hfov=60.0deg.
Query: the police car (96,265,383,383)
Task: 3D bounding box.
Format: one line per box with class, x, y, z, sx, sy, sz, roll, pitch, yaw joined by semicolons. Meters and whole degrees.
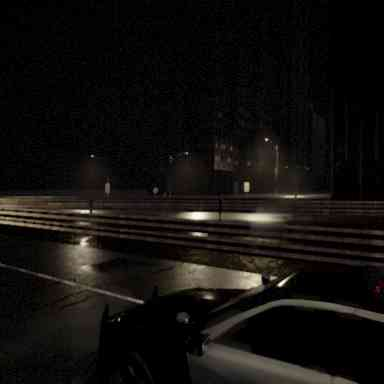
police car;1.168;1.503;3.035;4.974;1.542;2.038;0;0;35
